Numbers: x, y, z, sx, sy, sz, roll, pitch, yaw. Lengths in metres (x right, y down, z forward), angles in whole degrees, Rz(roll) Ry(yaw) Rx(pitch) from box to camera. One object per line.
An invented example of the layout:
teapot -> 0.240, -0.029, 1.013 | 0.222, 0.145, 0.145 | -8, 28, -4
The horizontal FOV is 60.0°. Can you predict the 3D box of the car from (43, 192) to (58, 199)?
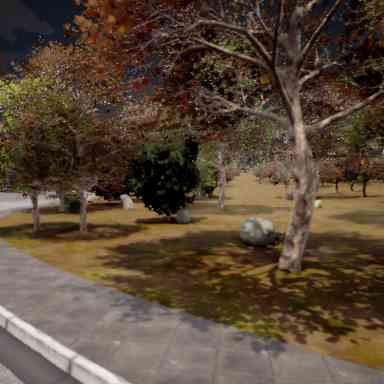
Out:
car -> -25.378, 0.550, 61.454 | 2.033, 1.411, 5.357 | -1, 2, 6
